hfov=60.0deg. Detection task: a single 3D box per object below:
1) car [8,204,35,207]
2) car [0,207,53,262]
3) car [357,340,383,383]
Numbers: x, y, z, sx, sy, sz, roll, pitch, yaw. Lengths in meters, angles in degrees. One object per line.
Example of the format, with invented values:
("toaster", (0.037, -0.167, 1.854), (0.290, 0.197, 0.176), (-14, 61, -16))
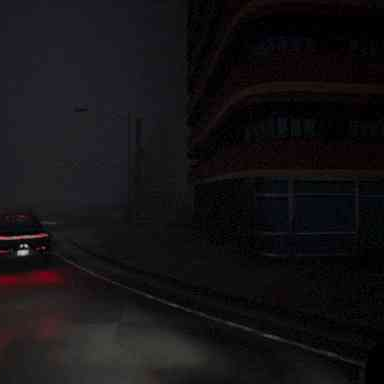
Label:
("car", (-10.219, 1.505, 20.056), (1.837, 1.490, 4.892), (0, 0, -20))
("car", (-6.140, 1.492, 11.358), (2.128, 1.511, 4.902), (0, 0, -35))
("car", (3.531, 1.488, 1.624), (4.902, 1.511, 2.128), (0, 0, 33))
